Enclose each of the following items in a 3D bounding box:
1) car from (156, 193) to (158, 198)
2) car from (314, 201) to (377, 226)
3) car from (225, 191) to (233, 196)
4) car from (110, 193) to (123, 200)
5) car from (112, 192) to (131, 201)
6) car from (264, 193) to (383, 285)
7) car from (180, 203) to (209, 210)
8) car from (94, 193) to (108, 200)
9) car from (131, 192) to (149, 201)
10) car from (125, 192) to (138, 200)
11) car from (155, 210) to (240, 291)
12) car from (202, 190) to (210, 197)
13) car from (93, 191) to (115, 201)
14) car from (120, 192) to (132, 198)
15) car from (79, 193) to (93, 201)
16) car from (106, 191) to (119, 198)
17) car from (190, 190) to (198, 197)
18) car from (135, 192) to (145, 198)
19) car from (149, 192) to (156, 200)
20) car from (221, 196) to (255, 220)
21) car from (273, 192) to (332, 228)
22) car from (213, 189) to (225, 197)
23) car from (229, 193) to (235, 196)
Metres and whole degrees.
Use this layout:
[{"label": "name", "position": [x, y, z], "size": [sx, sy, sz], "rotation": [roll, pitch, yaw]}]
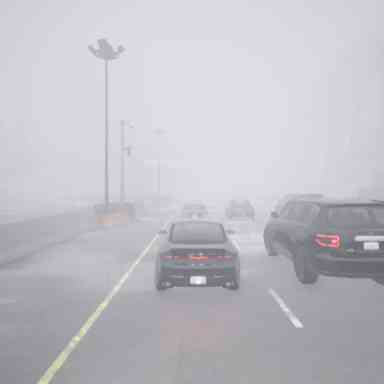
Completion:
[{"label": "car", "position": [-10.036, 0.760, 86.391], "size": [1.882, 1.535, 5.008], "rotation": [0, 1, 1]}, {"label": "car", "position": [10.682, 1.402, 23.742], "size": [2.033, 1.411, 5.357], "rotation": [0, 0, 0]}, {"label": "car", "position": [11.059, 0.636, 94.720], "size": [1.812, 1.442, 4.674], "rotation": [0, 1, 1]}, {"label": "car", "position": [-17.159, 1.010, 75.508], "size": [1.994, 1.385, 4.181], "rotation": [0, 1, 1]}, {"label": "car", "position": [-13.767, 1.125, 65.590], "size": [1.994, 1.385, 4.181], "rotation": [0, 1, 0]}, {"label": "car", "position": [3.632, 1.164, 9.440], "size": [2.150, 2.045, 5.566], "rotation": [0, 0, 0]}, {"label": "car", "position": [0.172, 1.414, 21.880], "size": [2.033, 1.411, 5.357], "rotation": [0, 0, 0]}, {"label": "car", "position": [-20.656, 1.007, 75.768], "size": [1.994, 1.385, 4.181], "rotation": [0, 1, 1]}, {"label": "car", "position": [-10.267, 1.087, 65.561], "size": [1.812, 1.442, 4.674], "rotation": [0, 1, 0]}, {"label": "car", "position": [-13.655, 0.808, 75.837], "size": [2.097, 1.767, 4.553], "rotation": [0, 1, 1]}, {"label": "car", "position": [0.129, 1.450, 8.857], "size": [1.837, 1.490, 4.892], "rotation": [0, 0, 0]}, {"label": "car", "position": [4.066, 0.602, 95.413], "size": [1.837, 1.490, 4.892], "rotation": [0, 1, 1]}, {"label": "car", "position": [-17.266, 0.913, 65.647], "size": [2.097, 1.767, 4.553], "rotation": [0, 1, 0]}, {"label": "car", "position": [-17.043, 0.834, 85.865], "size": [2.033, 1.411, 5.357], "rotation": [0, 1, 1]}, {"label": "car", "position": [-20.764, 1.040, 65.909], "size": [1.882, 1.535, 5.008], "rotation": [0, 1, 0]}, {"label": "car", "position": [-20.541, 0.646, 86.063], "size": [2.097, 1.767, 4.553], "rotation": [0, 1, 1]}, {"label": "car", "position": [0.555, 0.342, 94.446], "size": [2.150, 2.045, 5.566], "rotation": [0, 1, 1]}, {"label": "car", "position": [-13.538, 0.786, 86.235], "size": [1.837, 1.490, 4.892], "rotation": [0, 1, 1]}, {"label": "car", "position": [-10.154, 0.928, 75.961], "size": [1.882, 1.535, 5.008], "rotation": [0, 1, 1]}, {"label": "car", "position": [3.688, 1.334, 26.133], "size": [2.128, 1.511, 4.902], "rotation": [0, 1, 0]}, {"label": "car", "position": [7.175, 1.086, 22.321], "size": [2.150, 2.045, 5.566], "rotation": [0, 1, 0]}, {"label": "car", "position": [7.559, 0.665, 94.760], "size": [1.994, 1.385, 4.181], "rotation": [0, 1, 1]}, {"label": "car", "position": [7.550, 1.274, 53.486], "size": [1.895, 1.301, 4.718], "rotation": [0, 0, -2]}]
